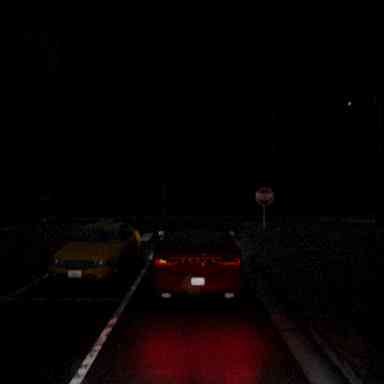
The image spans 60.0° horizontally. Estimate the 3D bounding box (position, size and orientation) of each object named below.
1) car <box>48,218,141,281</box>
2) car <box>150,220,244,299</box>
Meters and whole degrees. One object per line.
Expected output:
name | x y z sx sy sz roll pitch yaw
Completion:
car | -2.599 1.494 9.820 1.752 1.417 4.829 1 0 0
car | 0.112 1.451 8.460 1.882 1.535 5.008 0 0 0
